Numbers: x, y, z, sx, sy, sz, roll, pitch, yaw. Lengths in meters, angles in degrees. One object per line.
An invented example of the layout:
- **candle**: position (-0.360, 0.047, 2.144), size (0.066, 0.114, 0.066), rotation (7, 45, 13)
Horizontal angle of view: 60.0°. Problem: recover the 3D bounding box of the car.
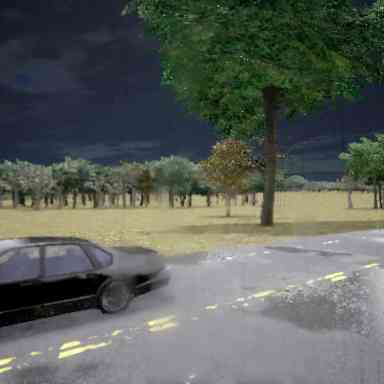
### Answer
- **car**: position (-2.994, 1.551, 6.011), size (5.357, 1.411, 2.033), rotation (0, 0, -35)
